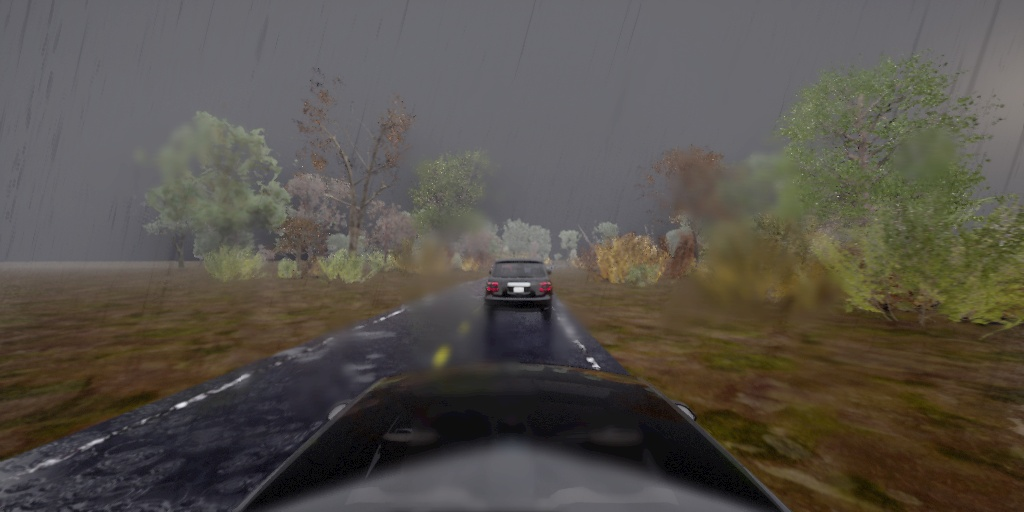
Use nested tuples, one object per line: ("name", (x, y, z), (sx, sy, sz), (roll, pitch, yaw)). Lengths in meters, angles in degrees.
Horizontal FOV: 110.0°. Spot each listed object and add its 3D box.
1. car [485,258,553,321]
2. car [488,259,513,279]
("car", (0.302, 1.096, 13.244), (2.150, 2.045, 5.566), (0, 0, 2))
("car", (-1.177, 1.381, 39.956), (2.150, 2.045, 5.566), (0, -1, 6))
